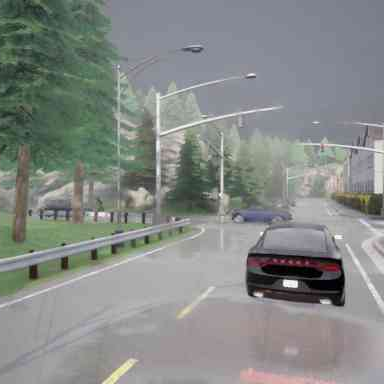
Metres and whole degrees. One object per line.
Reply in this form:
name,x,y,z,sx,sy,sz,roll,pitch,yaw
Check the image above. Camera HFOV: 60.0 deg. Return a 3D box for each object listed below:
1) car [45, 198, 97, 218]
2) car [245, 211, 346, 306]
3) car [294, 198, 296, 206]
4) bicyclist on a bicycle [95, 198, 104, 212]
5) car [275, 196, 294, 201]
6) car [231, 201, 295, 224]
car,-10.624,1.366,29.278,4.553,1.767,2.097,0,0,20
car,2.621,1.478,8.224,1.882,1.535,5.008,0,0,21
car,14.616,1.352,50.718,2.097,1.767,4.553,0,0,21
bicyclist on a bicycle,-10.205,1.417,36.637,0.582,1.620,1.656,-2,5,20
car,11.165,1.491,41.555,2.128,1.511,4.902,0,0,21
car,4.911,1.571,23.576,4.181,1.385,1.994,0,0,20
